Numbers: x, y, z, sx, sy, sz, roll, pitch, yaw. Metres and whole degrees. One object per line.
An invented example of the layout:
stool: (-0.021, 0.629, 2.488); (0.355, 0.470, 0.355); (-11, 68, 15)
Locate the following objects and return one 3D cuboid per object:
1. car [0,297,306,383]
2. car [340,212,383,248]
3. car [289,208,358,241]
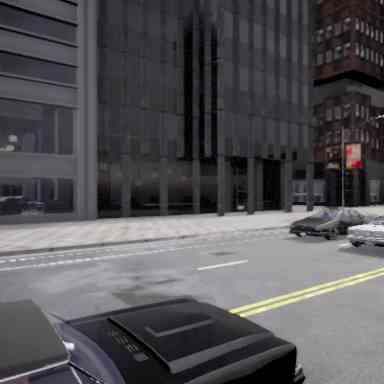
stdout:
car: (-1.270, 1.601, 2.533); (4.718, 1.301, 1.895); (0, 0, -36)
car: (8.396, 1.603, 13.667); (4.718, 1.301, 1.895); (0, 0, -35)
car: (7.278, 1.550, 16.864); (5.357, 1.411, 2.033); (0, 0, -35)
